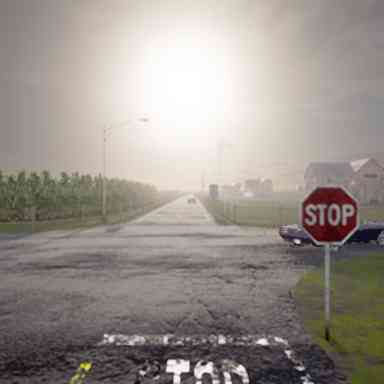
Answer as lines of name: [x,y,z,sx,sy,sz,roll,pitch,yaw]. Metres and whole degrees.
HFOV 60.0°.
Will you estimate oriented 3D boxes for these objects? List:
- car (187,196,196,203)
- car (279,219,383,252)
car: [-0.041,1.575,71.797,2.128,1.511,4.902,0,0,0]
car: [5.929,1.527,13.342,4.718,1.301,1.895,0,0,-26]
